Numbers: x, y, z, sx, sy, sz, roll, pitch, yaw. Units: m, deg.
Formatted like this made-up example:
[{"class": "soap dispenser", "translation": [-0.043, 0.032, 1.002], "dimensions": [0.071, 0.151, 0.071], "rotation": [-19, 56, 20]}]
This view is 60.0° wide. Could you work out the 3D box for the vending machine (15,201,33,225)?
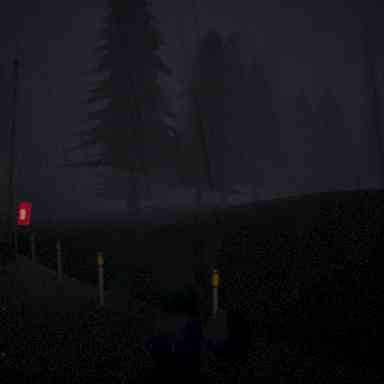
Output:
[{"class": "vending machine", "translation": [-16.104, 2.036, 31.924], "dimensions": [1.100, 2.100, 0.880], "rotation": [7, 1, -14]}]
